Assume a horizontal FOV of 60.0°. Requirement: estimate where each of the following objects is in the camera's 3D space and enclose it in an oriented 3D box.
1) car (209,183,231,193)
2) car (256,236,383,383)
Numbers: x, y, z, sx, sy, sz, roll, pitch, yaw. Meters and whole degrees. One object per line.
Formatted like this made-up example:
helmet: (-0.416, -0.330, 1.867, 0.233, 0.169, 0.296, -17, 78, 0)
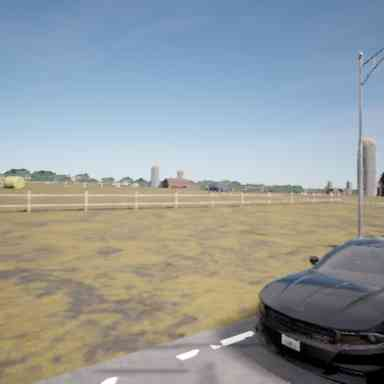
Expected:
car: (5.802, -0.861, 70.282, 2.150, 2.045, 5.566, 2, 1, -36)
car: (3.188, 1.502, 5.346, 5.008, 1.535, 1.882, 0, 0, -36)
